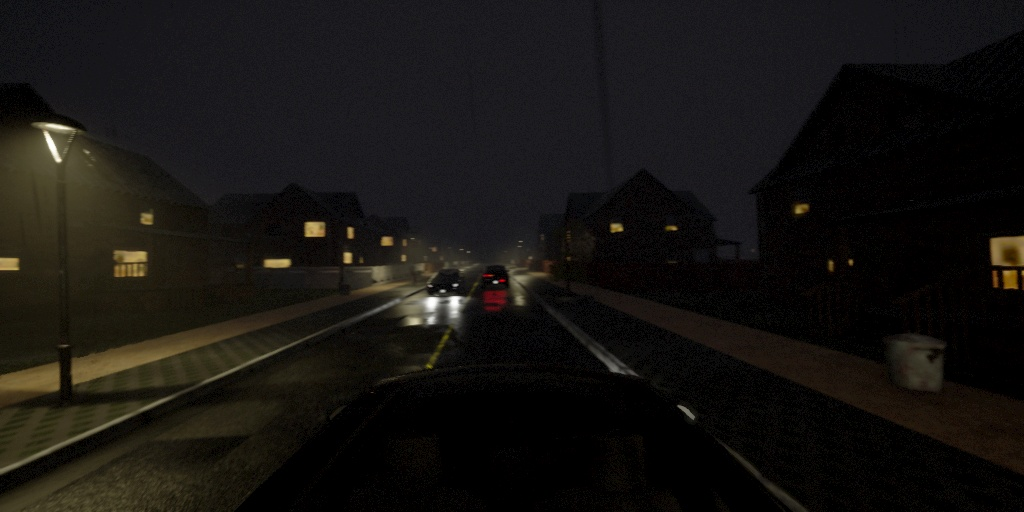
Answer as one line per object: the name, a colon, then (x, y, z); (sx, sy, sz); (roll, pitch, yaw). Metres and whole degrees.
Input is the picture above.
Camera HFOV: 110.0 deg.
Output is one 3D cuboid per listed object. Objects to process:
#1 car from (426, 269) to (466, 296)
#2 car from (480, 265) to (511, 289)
car: (-3.789, 1.470, 21.470); (2.033, 1.411, 5.357); (-1, 0, -3)
car: (-1.148, 1.377, 24.774); (1.837, 1.490, 4.892); (-1, 0, -3)
